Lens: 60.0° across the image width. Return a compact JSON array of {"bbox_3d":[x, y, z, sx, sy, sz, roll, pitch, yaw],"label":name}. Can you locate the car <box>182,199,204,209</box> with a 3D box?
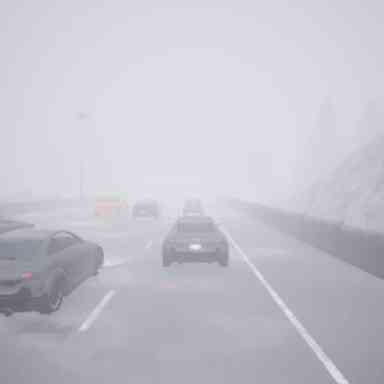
[{"bbox_3d":[0.101,1.296,30.106,2.033,1.411,5.357,0,0,0],"label":"car"}]

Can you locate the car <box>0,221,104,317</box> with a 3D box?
[{"bbox_3d":[-3.399,1.501,7.451,1.994,1.385,4.181,0,0,0],"label":"car"}]

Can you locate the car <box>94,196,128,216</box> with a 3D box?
[{"bbox_3d":[-6.899,1.111,28.963,2.097,1.767,4.553,0,0,0],"label":"car"}]

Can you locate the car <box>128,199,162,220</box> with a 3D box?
[{"bbox_3d":[-3.400,1.262,25.912,1.882,1.535,5.008,0,1,0],"label":"car"}]

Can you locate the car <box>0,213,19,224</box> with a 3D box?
[{"bbox_3d":[-6.899,1.400,11.000,2.128,1.511,4.902,0,0,0],"label":"car"}]

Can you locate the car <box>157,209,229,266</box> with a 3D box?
[{"bbox_3d":[0.099,1.470,11.190,1.994,1.385,4.181,0,0,0],"label":"car"}]

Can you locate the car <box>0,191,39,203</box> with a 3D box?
[{"bbox_3d":[-24.563,0.830,47.361,2.150,2.045,5.566,0,1,0],"label":"car"}]

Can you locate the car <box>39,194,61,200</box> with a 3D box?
[{"bbox_3d":[-21.054,1.071,49.170,1.882,1.535,5.008,0,1,0],"label":"car"}]
